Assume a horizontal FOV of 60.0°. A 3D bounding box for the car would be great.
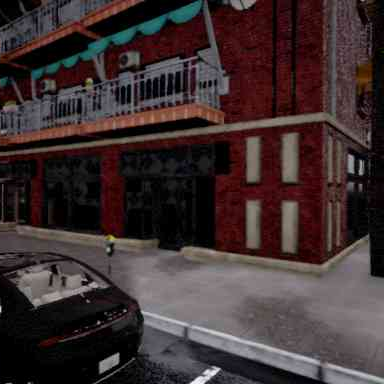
[{"bbox_3d":[-2.642,1.553,4.750,4.403,1.369,2.008,0,0,36],"label":"car"}]
